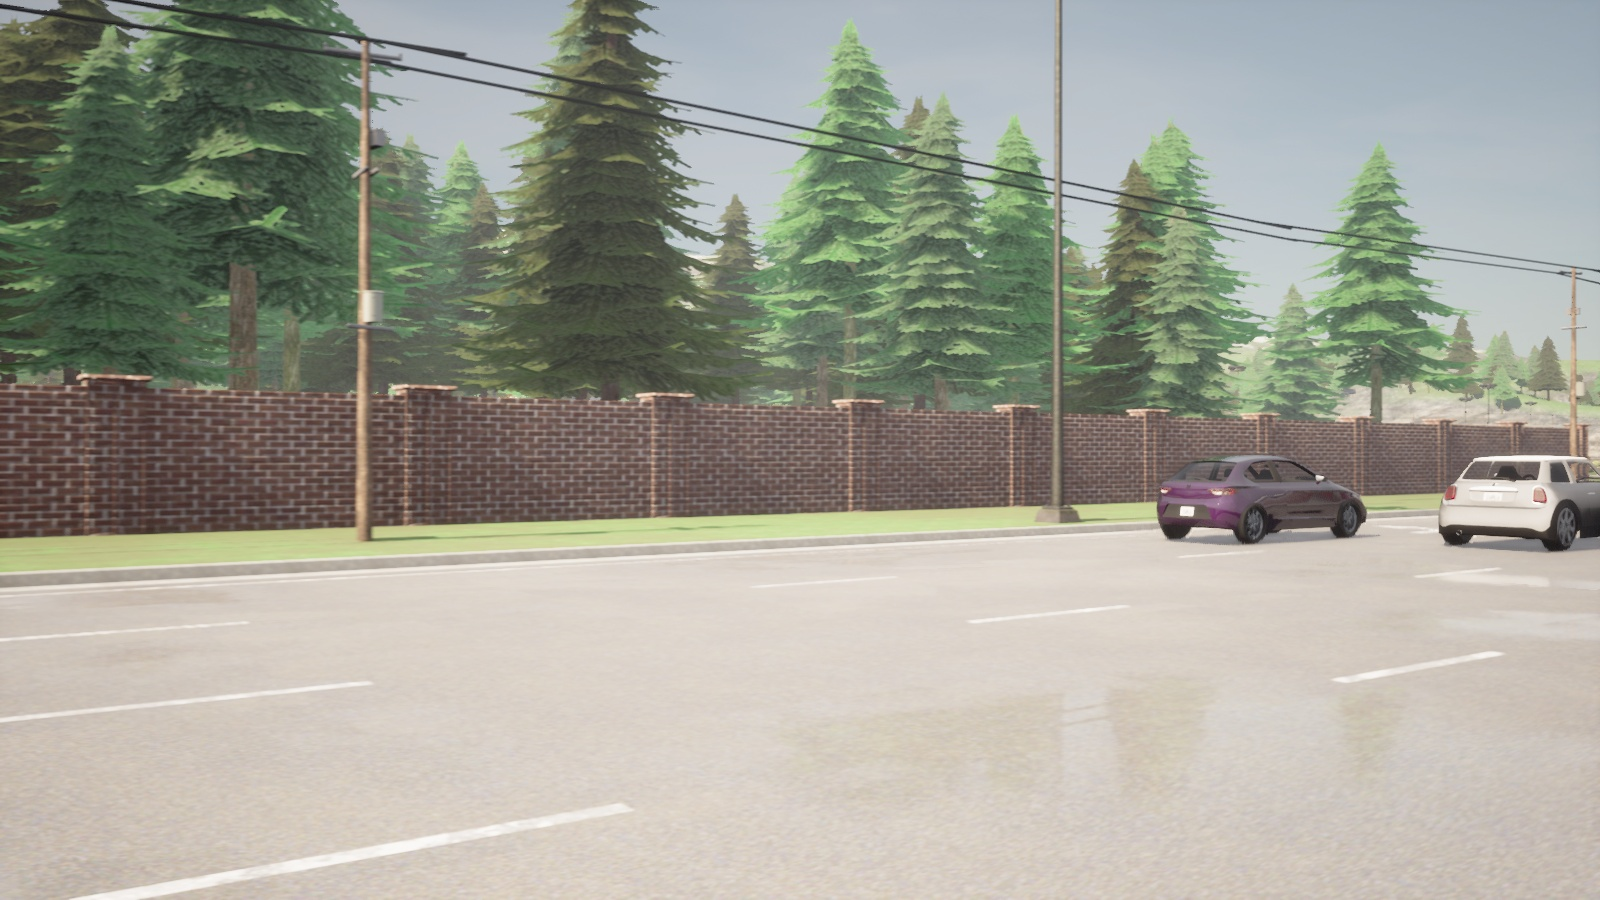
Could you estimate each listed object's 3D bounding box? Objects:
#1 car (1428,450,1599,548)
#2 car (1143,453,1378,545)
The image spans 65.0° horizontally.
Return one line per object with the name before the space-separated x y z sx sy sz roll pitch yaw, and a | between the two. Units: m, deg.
car | 12.386 0.739 20.808 3.806 1.475 1.970 0 0 -35
car | 8.163 0.799 22.133 4.193 1.474 1.816 0 0 -35
